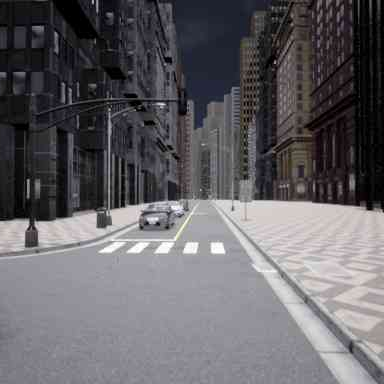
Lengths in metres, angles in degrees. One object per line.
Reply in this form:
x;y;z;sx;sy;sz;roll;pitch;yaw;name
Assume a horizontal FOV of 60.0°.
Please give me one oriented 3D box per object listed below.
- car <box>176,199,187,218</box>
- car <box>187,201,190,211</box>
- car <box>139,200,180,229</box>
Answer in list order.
-1.801;1.584;31.506;1.812;1.442;4.674;0;0;3;car
-1.330;1.605;41.778;1.837;1.490;4.892;0;0;3;car
-2.189;1.520;21.687;2.128;1.511;4.902;0;0;2;car
